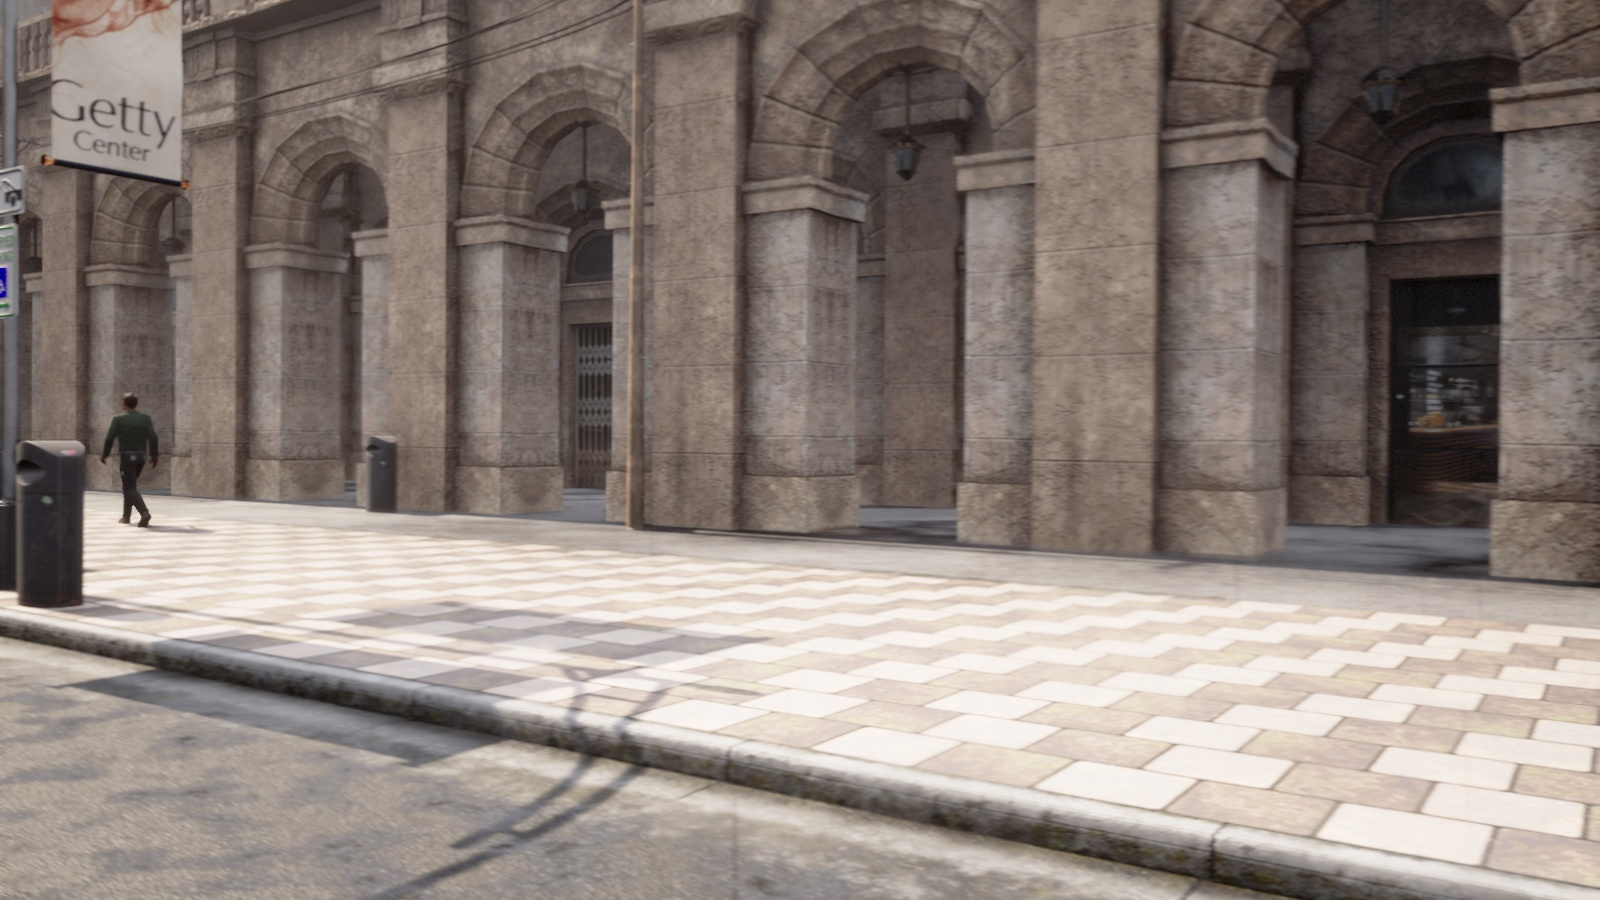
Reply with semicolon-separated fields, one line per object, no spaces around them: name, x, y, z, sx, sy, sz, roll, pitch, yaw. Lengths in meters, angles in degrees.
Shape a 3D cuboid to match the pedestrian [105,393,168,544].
pedestrian;-8.796;0.241;16.640;0.788;1.949;0.423;0;1;38
